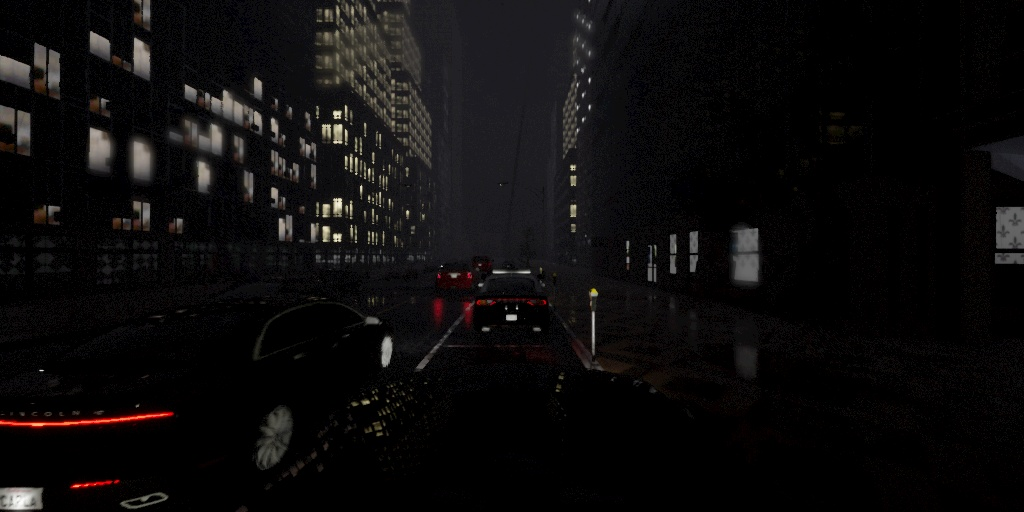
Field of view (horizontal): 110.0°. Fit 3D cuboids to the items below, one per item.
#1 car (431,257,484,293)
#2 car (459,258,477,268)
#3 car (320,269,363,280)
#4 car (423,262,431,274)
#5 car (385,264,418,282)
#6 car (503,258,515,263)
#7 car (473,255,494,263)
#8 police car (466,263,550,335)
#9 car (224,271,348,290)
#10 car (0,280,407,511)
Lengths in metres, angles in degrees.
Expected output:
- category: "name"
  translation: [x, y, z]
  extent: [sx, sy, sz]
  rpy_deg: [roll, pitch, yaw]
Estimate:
- category: "car"
  translation: [-3.045, 1.098, 20.944]
  extent: [2.097, 1.767, 4.553]
  rpy_deg: [0, 0, 0]
- category: "car"
  translation: [-6.146, 0.999, 50.663]
  extent: [1.994, 1.385, 4.181]
  rpy_deg: [0, 0, 0]
- category: "car"
  translation: [-8.836, 1.313, 17.650]
  extent: [1.948, 1.339, 4.313]
  rpy_deg: [0, 0, 0]
- category: "car"
  translation: [-8.836, 1.286, 40.419]
  extent: [2.007, 1.370, 4.403]
  rpy_deg: [0, 0, 0]
- category: "car"
  translation: [-8.836, 1.325, 29.033]
  extent: [1.802, 1.307, 4.207]
  rpy_deg: [0, 0, 0]
- category: "car"
  translation: [-0.455, 1.298, 46.099]
  extent: [1.948, 1.339, 4.313]
  rpy_deg: [0, 0, 0]
- category: "car"
  translation: [-3.145, 0.959, 38.026]
  extent: [2.150, 2.045, 5.566]
  rpy_deg: [0, 0, 0]
- category: "police car"
  translation: [-0.012, 1.174, 10.609]
  extent: [1.930, 1.638, 5.238]
  rpy_deg: [0, 0, 0]
- category: "car"
  translation: [-6.245, 1.275, 9.139]
  extent: [1.812, 1.442, 4.674]
  rpy_deg: [0, 0, 0]
- category: "car"
  translation: [-3.046, 1.254, 4.637]
  extent: [1.837, 1.490, 4.892]
  rpy_deg: [0, 0, 0]
